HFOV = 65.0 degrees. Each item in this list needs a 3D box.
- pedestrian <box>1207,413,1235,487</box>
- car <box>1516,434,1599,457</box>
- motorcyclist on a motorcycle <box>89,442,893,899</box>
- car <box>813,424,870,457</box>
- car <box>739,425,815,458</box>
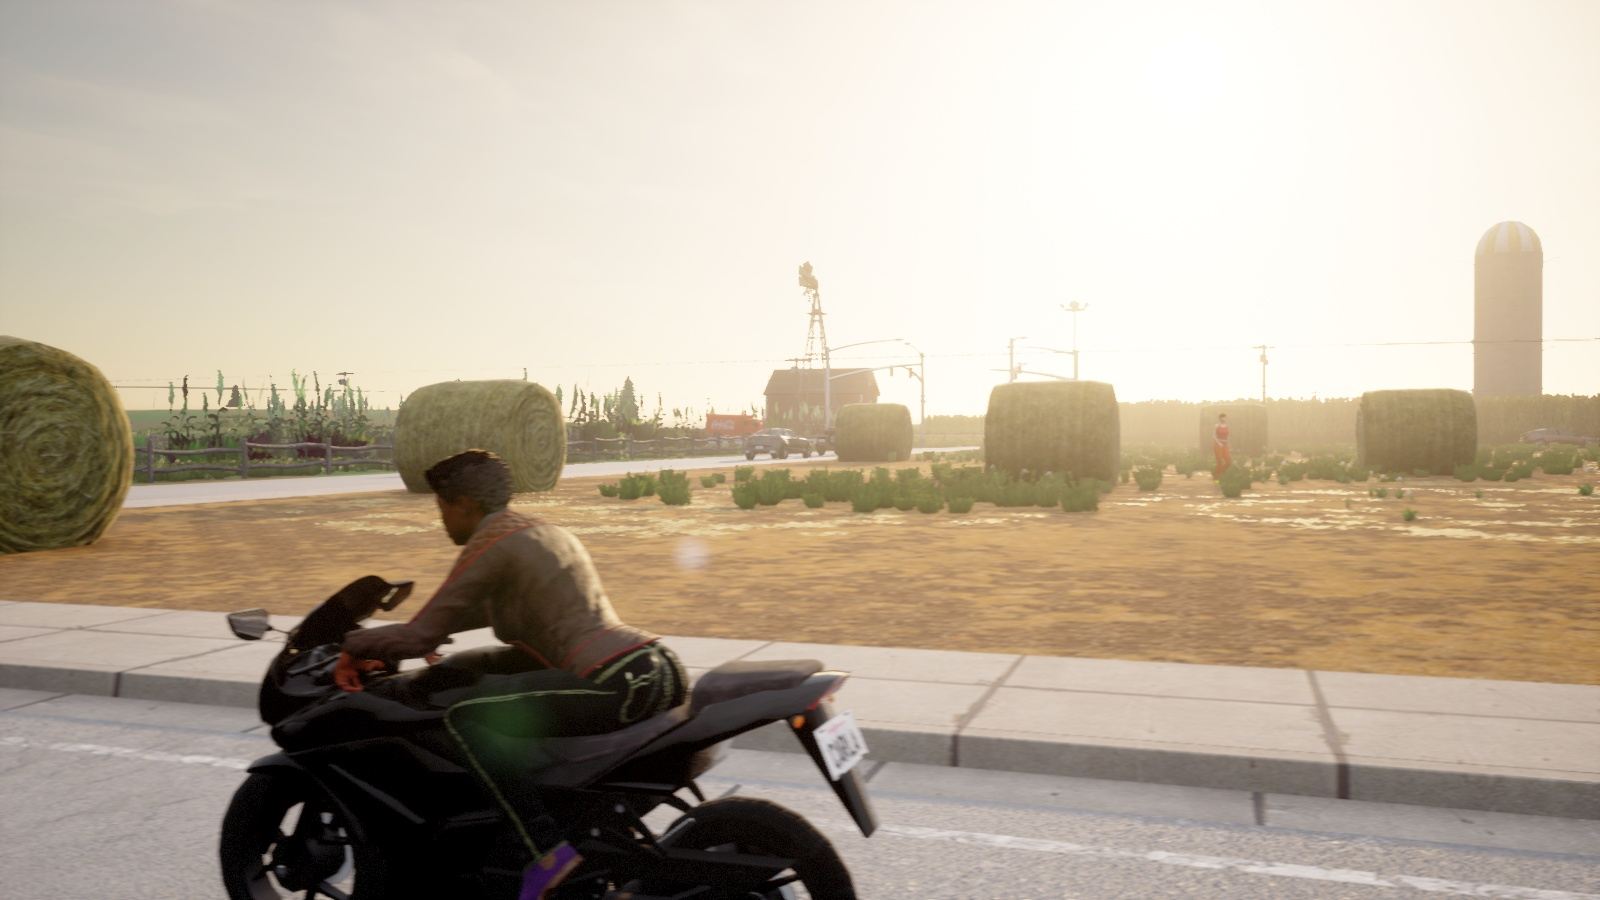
[{"bbox_3d":[10.478,-0.010,31.287,0.345,1.836,0.594,0,1,-20],"label":"pedestrian"},{"bbox_3d":[51.301,-0.339,84.840,4.792,1.488,2.163,1,1,18],"label":"car"},{"bbox_3d":[-0.838,0.750,3.474,2.044,1.523,0.797,1,1,19],"label":"motorcyclist on a motorcycle"},{"bbox_3d":[2.489,-0.573,74.367,1.932,1.855,4.605,1,1,21],"label":"car"},{"bbox_3d":[-1.146,-0.476,65.083,2.152,1.651,5.027,1,1,21],"label":"car"}]
